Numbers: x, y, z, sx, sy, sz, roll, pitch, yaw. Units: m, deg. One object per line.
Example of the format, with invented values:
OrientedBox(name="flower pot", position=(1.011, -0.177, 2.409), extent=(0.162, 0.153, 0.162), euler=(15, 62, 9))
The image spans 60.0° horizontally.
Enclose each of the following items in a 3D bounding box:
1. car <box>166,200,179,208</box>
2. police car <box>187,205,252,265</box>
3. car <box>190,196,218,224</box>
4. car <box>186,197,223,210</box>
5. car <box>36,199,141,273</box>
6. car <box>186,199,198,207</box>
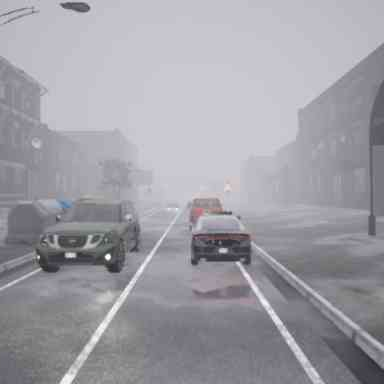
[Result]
OrientedBox(name="car", position=(-3.083, 1.922, 54.090), extent=(1.994, 1.385, 4.181), euler=(0, 0, 0))
OrientedBox(name="police car", position=(0.897, 1.486, 12.102), extent=(1.930, 1.638, 5.238), euler=(0, 0, 0))
OrientedBox(name="car", position=(0.894, 1.401, 28.027), extent=(2.150, 2.045, 5.566), euler=(0, 0, 0))
OrientedBox(name="car", position=(0.895, 1.354, 22.027), extent=(2.150, 2.045, 5.566), euler=(0, 0, 0))
OrientedBox(name="car", position=(-3.103, 1.277, 11.264), extent=(2.150, 2.045, 5.566), euler=(0, 0, 0))
OrientedBox(name="car", position=(-0.012, 1.952, 60.434), extent=(1.994, 1.385, 4.181), euler=(0, 0, 0))
